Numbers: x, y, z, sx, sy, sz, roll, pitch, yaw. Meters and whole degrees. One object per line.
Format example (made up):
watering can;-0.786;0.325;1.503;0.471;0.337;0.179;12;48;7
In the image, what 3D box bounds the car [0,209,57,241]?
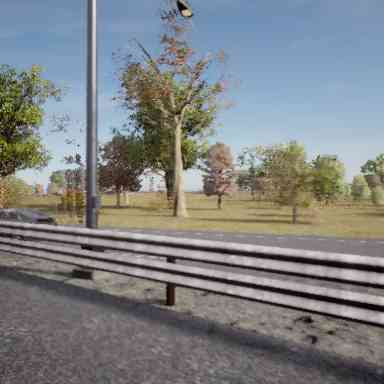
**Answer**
car;-9.274;1.632;17.025;4.892;1.490;1.837;0;0;20
